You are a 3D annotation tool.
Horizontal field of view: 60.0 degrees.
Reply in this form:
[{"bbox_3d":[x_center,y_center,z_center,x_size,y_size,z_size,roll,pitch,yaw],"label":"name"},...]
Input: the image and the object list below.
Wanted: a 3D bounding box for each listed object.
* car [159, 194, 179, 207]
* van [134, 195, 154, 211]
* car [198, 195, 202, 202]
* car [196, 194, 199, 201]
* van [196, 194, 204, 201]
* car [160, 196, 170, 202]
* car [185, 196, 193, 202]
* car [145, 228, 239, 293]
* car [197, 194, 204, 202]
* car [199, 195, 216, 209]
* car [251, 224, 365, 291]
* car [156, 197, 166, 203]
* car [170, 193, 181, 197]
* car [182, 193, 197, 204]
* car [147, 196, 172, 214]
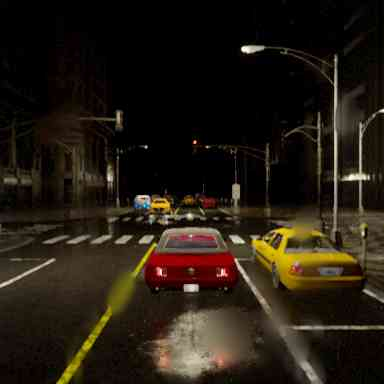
[{"bbox_3d":[-3.524,1.514,50.942,2.128,1.511,4.902,0,0,0],"label":"car"},{"bbox_3d":[-6.132,1.358,41.184,1.690,1.788,3.998,0,0,-1],"label":"van"},{"bbox_3d":[2.327,1.571,52.291,1.887,1.381,4.507,0,0,-1],"label":"car"},{"bbox_3d":[2.226,1.563,63.511,1.752,1.417,4.829,0,0,-1],"label":"car"},{"bbox_3d":[2.029,1.402,85.442,1.690,1.788,3.998,0,0,-1],"label":"van"},{"bbox_3d":[-6.463,1.606,79.858,2.008,1.369,4.403,0,0,-1],"label":"car"},{"bbox_3d":[-0.660,1.497,76.484,1.895,1.301,4.718,0,0,-1],"label":"car"},{"bbox_3d":[-0.010,1.602,8.781,1.895,1.301,4.718,0,0,0],"label":"car"},{"bbox_3d":[2.277,1.577,57.816,1.887,1.381,4.507,0,0,-1],"label":"car"},{"bbox_3d":[2.376,1.566,46.766,1.887,1.381,4.507,0,0,-1],"label":"car"},{"bbox_3d":[2.698,1.527,8.844,1.752,1.417,4.829,0,0,-1],"label":"car"},{"bbox_3d":[-6.368,1.626,68.808,1.802,1.307,4.206,0,0,-1],"label":"car"},{"bbox_3d":[-3.592,1.540,65.837,1.837,1.490,4.892,0,1,0],"label":"car"},{"bbox_3d":[-0.569,1.518,66.036,1.882,1.535,5.008,0,0,-1],"label":"car"},{"bbox_3d":[-3.395,1.491,35.542,1.882,1.535,5.008,0,1,-2],"label":"car"}]
